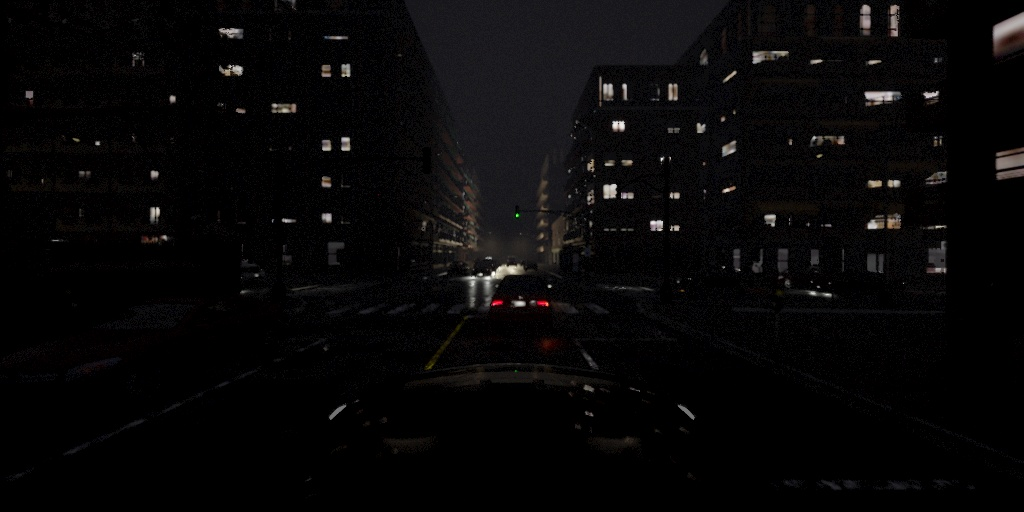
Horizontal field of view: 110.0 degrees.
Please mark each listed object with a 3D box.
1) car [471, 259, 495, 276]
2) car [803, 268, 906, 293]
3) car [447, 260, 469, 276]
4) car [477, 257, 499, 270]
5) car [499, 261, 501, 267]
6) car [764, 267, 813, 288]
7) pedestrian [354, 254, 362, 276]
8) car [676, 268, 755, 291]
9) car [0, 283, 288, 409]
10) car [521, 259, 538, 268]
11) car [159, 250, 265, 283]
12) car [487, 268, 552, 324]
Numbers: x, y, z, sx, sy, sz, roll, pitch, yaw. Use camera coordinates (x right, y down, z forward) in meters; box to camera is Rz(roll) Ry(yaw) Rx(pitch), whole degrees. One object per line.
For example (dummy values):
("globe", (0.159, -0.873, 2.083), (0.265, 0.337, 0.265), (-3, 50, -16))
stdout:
("car", (-3.131, 1.328, 37.908), (1.812, 1.442, 4.674), (0, 0, 0))
("car", (23.560, 1.765, 24.510), (5.357, 1.411, 2.033), (1, 0, -1))
("car", (-5.718, 1.243, 38.582), (1.967, 1.591, 4.097), (0, 0, 0))
("car", (-3.132, 1.168, 46.849), (2.097, 1.767, 4.553), (0, 0, 0))
("car", (-3.118, 1.335, 56.943), (1.837, 1.490, 4.892), (0, 0, 1))
("car", (21.360, 1.608, 27.039), (4.097, 1.591, 1.967), (0, 0, -1))
("pedestrian", (-12.735, 0.693, 29.571), (0.375, 1.860, 0.375), (0, -1, -1))
("car", (13.751, 1.535, 24.378), (4.902, 1.511, 2.128), (1, 0, -1))
("car", (-5.693, 1.338, 6.171), (1.802, 1.307, 4.207), (0, 0, 0))
("car", (2.653, 1.370, 49.860), (2.007, 1.370, 4.403), (0, 0, 0))
("car", (-17.553, 0.723, 20.773), (5.566, 2.045, 2.150), (1, 0, -1))
("car", (0.356, 1.312, 11.976), (2.033, 1.411, 5.357), (0, 0, 3))
